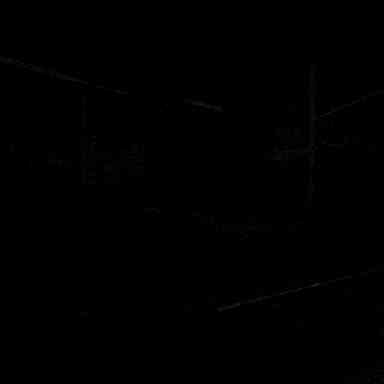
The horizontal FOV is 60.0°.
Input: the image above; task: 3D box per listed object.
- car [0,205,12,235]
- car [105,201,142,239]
[{"bbox_3d":[-11.482,1.523,18.600,2.242,1.667,4.611,1,0,-36],"label":"car"},{"bbox_3d":[-4.353,1.448,18.338,1.905,1.878,3.866,1,0,-36],"label":"car"}]
